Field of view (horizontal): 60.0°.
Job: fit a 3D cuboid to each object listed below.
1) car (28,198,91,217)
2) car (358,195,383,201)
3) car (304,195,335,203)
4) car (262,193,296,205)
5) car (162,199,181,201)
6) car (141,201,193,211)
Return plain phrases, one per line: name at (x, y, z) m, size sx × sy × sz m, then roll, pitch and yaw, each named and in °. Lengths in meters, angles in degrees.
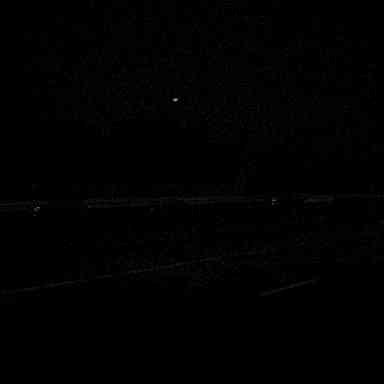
car at (-10.534, 1.274, 26.571) m, size 4.553 × 1.767 × 2.097 m, roll -1°, pitch 0°, yaw -35°
car at (18.625, 1.119, 34.365) m, size 4.892 × 1.490 × 1.837 m, roll 0°, pitch 0°, yaw -35°
car at (15.669, 1.128, 40.840) m, size 4.674 × 1.442 × 1.812 m, roll 0°, pitch 0°, yaw -35°
car at (10.919, 0.982, 41.787) m, size 4.553 × 1.767 × 2.097 m, roll -1°, pitch 0°, yaw -35°
car at (-2.081, 1.357, 28.299) m, size 4.674 × 1.442 × 1.812 m, roll -1°, pitch 0°, yaw -35°
car at (-1.776, 1.449, 19.921) m, size 4.181 × 1.385 × 1.994 m, roll -1°, pitch 0°, yaw -35°
